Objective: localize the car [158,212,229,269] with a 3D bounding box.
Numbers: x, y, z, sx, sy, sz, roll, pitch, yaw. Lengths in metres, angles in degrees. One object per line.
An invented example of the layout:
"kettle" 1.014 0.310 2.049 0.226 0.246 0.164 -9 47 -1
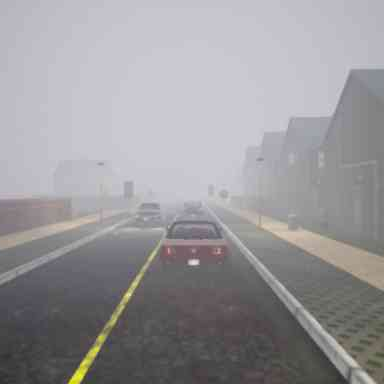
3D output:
"car" 0.064 1.562 10.974 1.895 1.301 4.718 0 0 0

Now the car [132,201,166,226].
"car" -2.817 1.426 22.684 1.837 1.490 4.892 0 0 0

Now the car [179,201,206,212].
"car" 0.061 1.402 25.246 2.128 1.511 4.902 0 0 0
